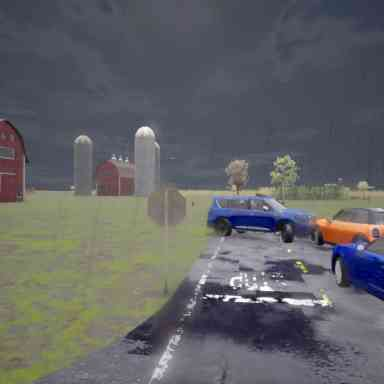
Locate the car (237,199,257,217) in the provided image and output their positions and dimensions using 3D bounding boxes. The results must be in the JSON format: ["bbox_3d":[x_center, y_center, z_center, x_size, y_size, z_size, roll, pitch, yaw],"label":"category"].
[{"bbox_3d":[5.454,1.502,33.022,1.837,1.490,4.892,0,0,9],"label":"car"}]

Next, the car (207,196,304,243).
[{"bbox_3d":[3.350,1.218,16.460,5.566,2.045,2.150,0,0,37],"label":"car"}]

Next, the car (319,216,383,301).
[{"bbox_3d":[4.470,1.480,6.311,1.882,1.535,5.008,0,0,-3],"label":"car"}]

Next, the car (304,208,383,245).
[{"bbox_3d":[6.391,1.364,12.660,2.097,1.767,4.553,0,0,-6],"label":"car"}]

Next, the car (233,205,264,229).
[{"bbox_3d":[3.818,1.601,22.711,1.895,1.301,4.718,0,0,9],"label":"car"}]
